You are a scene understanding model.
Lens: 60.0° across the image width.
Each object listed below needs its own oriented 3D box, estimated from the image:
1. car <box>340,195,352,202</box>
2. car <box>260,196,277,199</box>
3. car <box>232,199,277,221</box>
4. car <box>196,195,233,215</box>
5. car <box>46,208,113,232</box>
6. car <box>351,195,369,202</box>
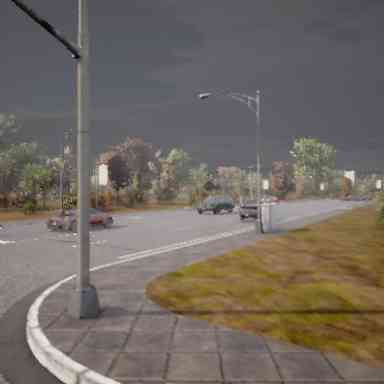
[{"bbox_3d":[39.877,1.782,86.455,1.895,1.301,4.718,0,0,37],"label":"car"},{"bbox_3d":[11.429,1.238,50.368,2.097,1.767,4.553,0,0,32],"label":"car"},{"bbox_3d":[5.569,1.587,27.917,2.128,1.511,4.902,0,0,32],"label":"car"},{"bbox_3d":[2.653,1.366,36.611,2.150,2.045,5.566,0,0,32],"label":"car"},{"bbox_3d":[-7.038,1.686,21.205,1.994,1.385,4.181,0,0,32],"label":"car"},{"bbox_3d":[42.710,1.706,84.400,2.033,1.411,5.357,0,0,37],"label":"car"}]
